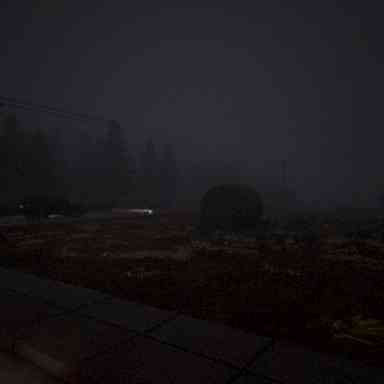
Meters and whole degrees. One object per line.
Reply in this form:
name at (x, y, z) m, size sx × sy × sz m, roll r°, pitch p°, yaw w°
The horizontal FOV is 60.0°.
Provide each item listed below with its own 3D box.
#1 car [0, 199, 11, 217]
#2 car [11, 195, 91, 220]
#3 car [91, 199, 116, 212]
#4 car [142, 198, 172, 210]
car at (-16.029, 1.377, 28.924) m, size 2.097 × 1.767 × 4.553 m, roll 0°, pitch 0°, yaw 37°
car at (-11.798, 1.246, 28.324) m, size 2.150 × 2.045 × 5.566 m, roll 0°, pitch 0°, yaw 36°
car at (-10.581, 1.516, 36.269) m, size 2.128 × 1.511 × 4.902 m, roll 0°, pitch 0°, yaw 37°
car at (-4.623, 1.550, 44.290) m, size 1.812 × 1.442 × 4.674 m, roll 0°, pitch 0°, yaw 37°
